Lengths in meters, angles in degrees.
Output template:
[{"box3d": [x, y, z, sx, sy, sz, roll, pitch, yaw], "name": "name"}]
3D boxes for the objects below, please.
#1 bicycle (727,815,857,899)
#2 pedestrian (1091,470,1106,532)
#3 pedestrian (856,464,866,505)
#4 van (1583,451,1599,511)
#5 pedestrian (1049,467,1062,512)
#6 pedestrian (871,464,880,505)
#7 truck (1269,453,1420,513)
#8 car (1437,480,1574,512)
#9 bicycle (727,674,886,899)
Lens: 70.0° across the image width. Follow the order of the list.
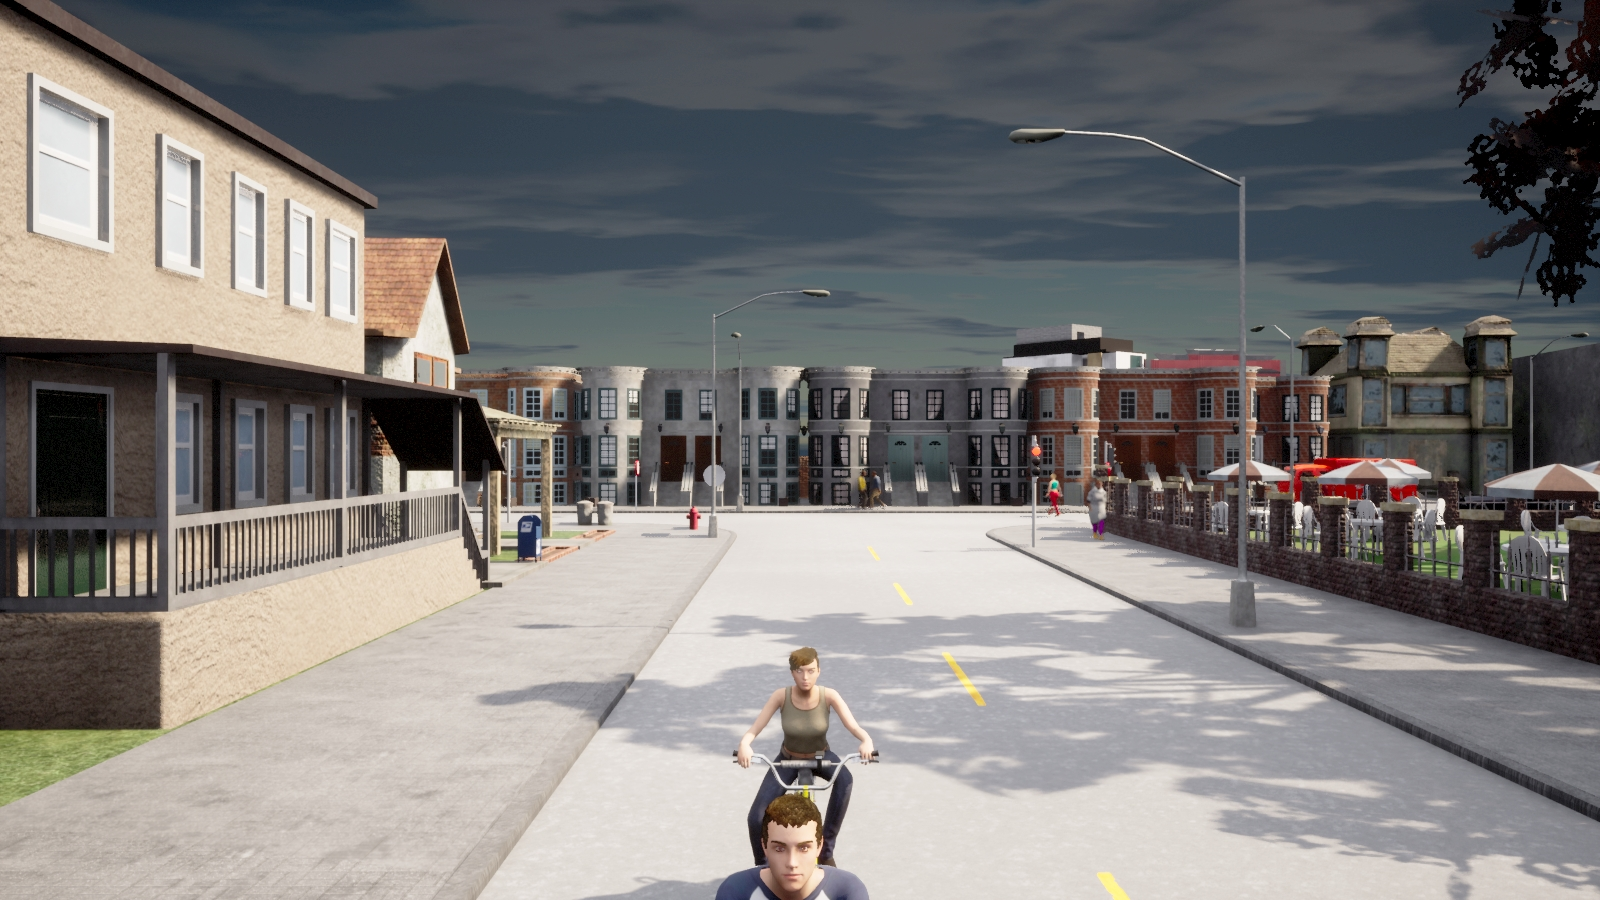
[{"box3d": [-0.022, 1.938, 3.212, 0.373, 1.296, 1.643, 0, 0, 0], "name": "bicycle"}, {"box3d": [8.945, 1.529, 34.255, 0.375, 1.860, 0.375, 0, 0, 2], "name": "pedestrian"}, {"box3d": [2.761, 1.545, 51.474, 0.375, 1.860, 0.375, 0, 0, 15], "name": "pedestrian"}, {"box3d": [37.194, 1.334, 48.909, 5.915, 2.561, 1.988, 0, 0, 1], "name": "van"}, {"box3d": [10.688, 1.648, 47.862, 0.375, 1.860, 0.375, 0, 0, -23], "name": "pedestrian"}, {"box3d": [3.438, 1.547, 51.960, 0.375, 1.860, 0.375, 0, 0, 13], "name": "pedestrian"}, {"box3d": [23.197, 1.377, 48.877, 5.204, 2.467, 2.627, 1, 0, 0], "name": "truck"}, {"box3d": [30.125, 1.955, 48.889, 4.718, 1.301, 1.895, 0, 0, 0], "name": "car"}, {"box3d": [0.033, 2.040, 6.906, 0.859, 1.080, 1.487, 0, 0, 0], "name": "bicycle"}]
